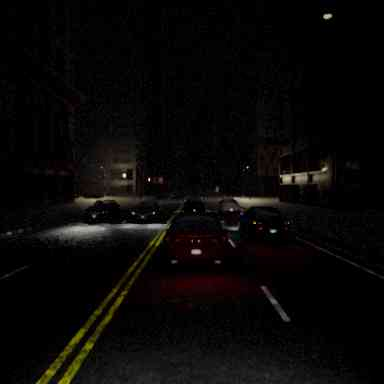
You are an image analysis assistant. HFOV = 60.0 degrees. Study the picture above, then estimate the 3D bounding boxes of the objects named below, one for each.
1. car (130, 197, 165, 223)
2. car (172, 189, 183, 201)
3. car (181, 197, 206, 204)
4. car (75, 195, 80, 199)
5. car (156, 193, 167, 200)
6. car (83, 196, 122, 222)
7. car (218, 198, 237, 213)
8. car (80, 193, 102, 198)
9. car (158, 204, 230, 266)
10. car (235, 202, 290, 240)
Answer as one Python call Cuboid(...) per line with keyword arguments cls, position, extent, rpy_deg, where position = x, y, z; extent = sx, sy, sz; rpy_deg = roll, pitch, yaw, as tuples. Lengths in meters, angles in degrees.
Cuboid(cls="car", position=(-3.252, 1.374, 24.330), extent=(1.812, 1.442, 4.674), rpy_deg=(0, 0, 0))
Cuboid(cls="car", position=(-2.960, 0.792, 67.210), extent=(2.097, 1.767, 4.553), rpy_deg=(0, 0, 0))
Cuboid(cls="car", position=(0.221, 1.317, 30.621), extent=(1.837, 1.490, 4.892), rpy_deg=(0, 0, 0))
Cuboid(cls="car", position=(-27.908, 0.860, 75.846), extent=(4.829, 1.417, 1.752), rpy_deg=(0, 1, 0))
Cuboid(cls="car", position=(-6.211, 0.959, 67.196), extent=(1.812, 1.442, 4.674), rpy_deg=(0, 0, 0))
Cuboid(cls="car", position=(-6.500, 1.336, 24.556), extent=(2.128, 1.511, 4.902), rpy_deg=(0, 0, 0))
Cuboid(cls="car", position=(3.477, 1.334, 31.521), extent=(1.812, 1.442, 4.674), rpy_deg=(0, 0, 0))
Cuboid(cls="car", position=(-22.453, 0.927, 75.855), extent=(4.507, 1.381, 1.887), rpy_deg=(0, 1, 0))
Cuboid(cls="car", position=(0.127, 1.408, 11.264), extent=(1.882, 1.535, 5.008), rpy_deg=(0, 1, 0))
Cuboid(cls="car", position=(3.409, 1.428, 16.192), extent=(1.812, 1.442, 4.674), rpy_deg=(0, 0, 0))
